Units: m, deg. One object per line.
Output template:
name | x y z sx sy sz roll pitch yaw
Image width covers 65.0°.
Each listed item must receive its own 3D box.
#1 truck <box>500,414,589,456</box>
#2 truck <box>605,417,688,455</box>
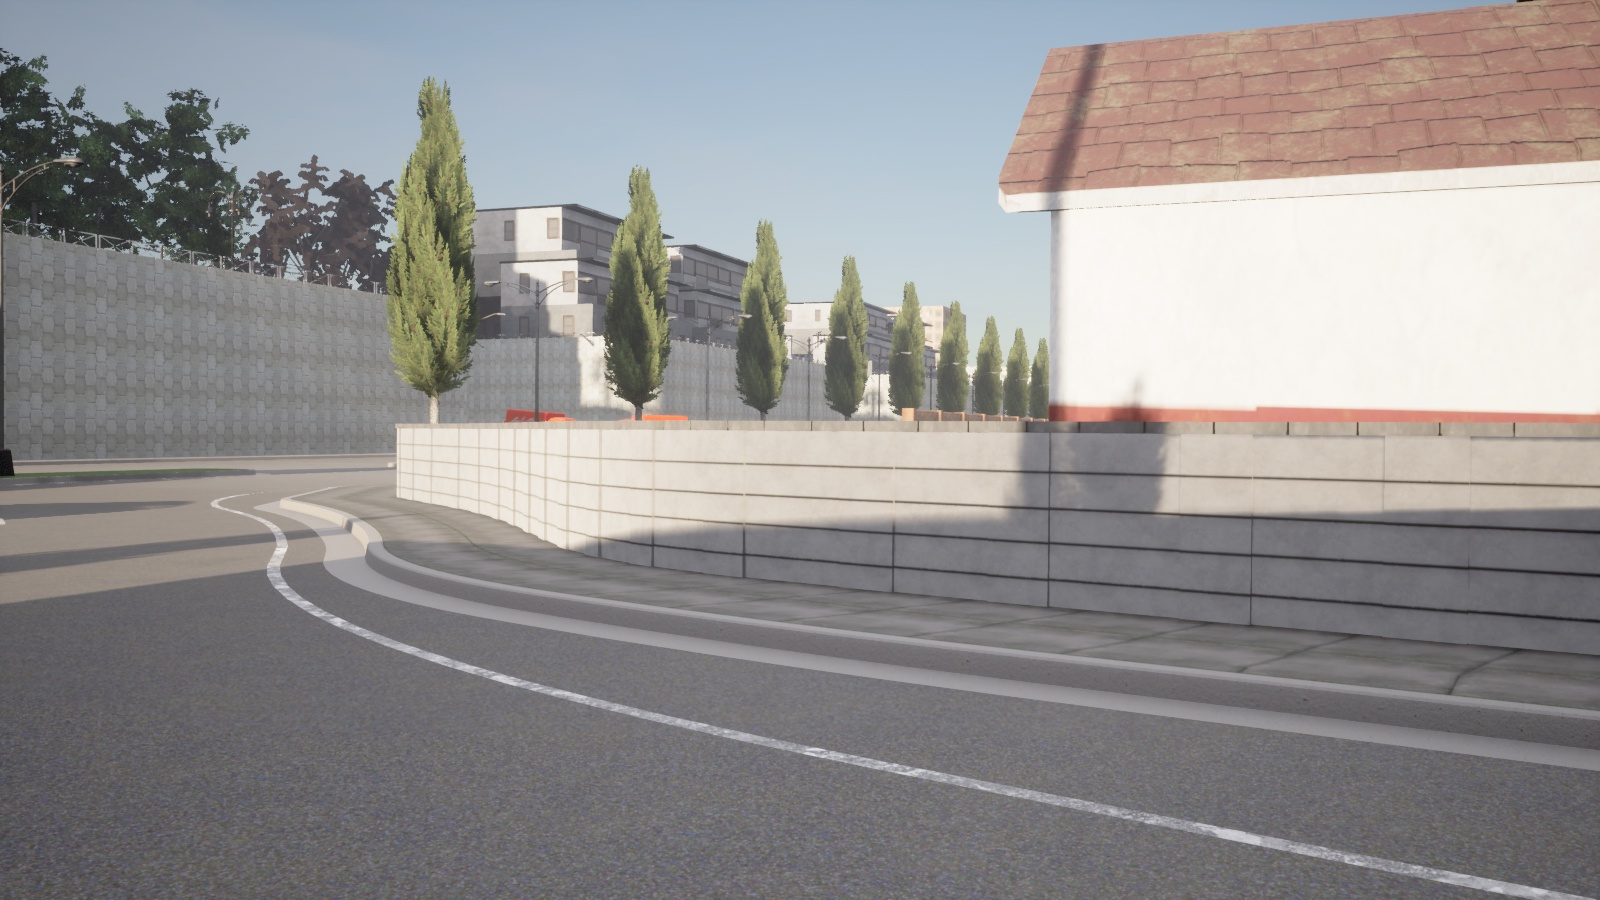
truck | -17.309 -1.041 85.140 5.204 2.467 2.627 5 3 24
truck | -10.838 -1.039 88.736 5.204 2.467 2.627 -2 3 -31
